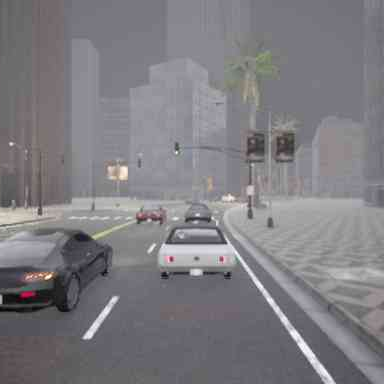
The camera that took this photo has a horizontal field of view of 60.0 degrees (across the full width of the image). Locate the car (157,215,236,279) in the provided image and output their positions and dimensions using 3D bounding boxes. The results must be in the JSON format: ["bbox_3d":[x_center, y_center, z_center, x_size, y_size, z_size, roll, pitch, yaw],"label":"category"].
[{"bbox_3d":[0.112,1.613,10.085,1.895,1.301,4.718,0,0,0],"label":"car"}]

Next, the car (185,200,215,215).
[{"bbox_3d":[0.542,1.604,25.776,1.994,1.385,4.181,0,0,4],"label":"car"}]

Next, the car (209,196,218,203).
[{"bbox_3d":[5.342,1.713,77.358,1.837,1.490,4.892,0,0,20],"label":"car"}]

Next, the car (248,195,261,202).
[{"bbox_3d":[16.014,1.603,85.513,2.097,1.767,4.553,0,0,27],"label":"car"}]

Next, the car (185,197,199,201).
[{"bbox_3d":[0.058,1.667,61.858,1.837,1.490,4.892,0,0,16],"label":"car"}]

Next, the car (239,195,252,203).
[{"bbox_3d":[11.807,1.775,76.043,2.033,1.411,5.357,0,0,22],"label":"car"}]

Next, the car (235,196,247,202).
[{"bbox_3d":[12.724,1.828,86.187,1.895,1.301,4.718,0,0,27],"label":"car"}]

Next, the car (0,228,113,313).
[{"bbox_3d":[-3.140,1.535,7.540,1.812,1.442,4.674,0,0,0],"label":"car"}]

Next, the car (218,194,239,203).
[{"bbox_3d":[8.454,1.449,76.397,2.150,2.045,5.566,0,0,22],"label":"car"}]

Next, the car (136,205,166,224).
[{"bbox_3d":[-2.961,1.639,24.952,1.895,1.301,4.718,0,0,-1],"label":"car"}]
